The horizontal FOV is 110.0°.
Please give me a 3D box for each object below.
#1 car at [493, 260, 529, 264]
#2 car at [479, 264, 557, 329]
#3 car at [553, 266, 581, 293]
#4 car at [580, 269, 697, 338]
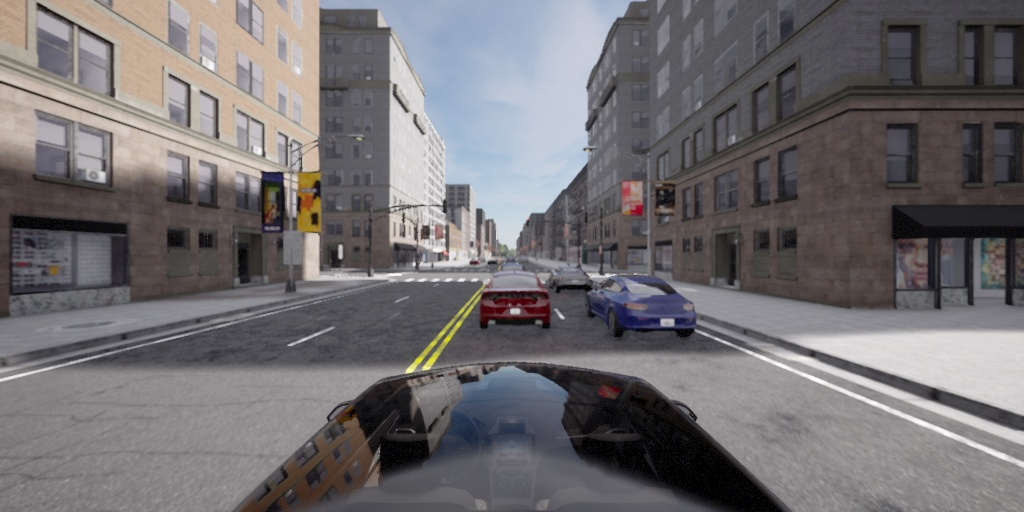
[{"bbox_3d":[0.036,1.175,20.894,1.837,1.490,4.892,0,0,0],"label":"car"},{"bbox_3d":[0.070,1.188,11.165,1.882,1.535,5.008,0,0,0],"label":"car"},{"bbox_3d":[3.188,1.237,20.157,1.994,1.385,4.181,0,0,0],"label":"car"},{"bbox_3d":[3.317,1.241,9.962,1.812,1.442,4.674,0,0,0],"label":"car"}]
